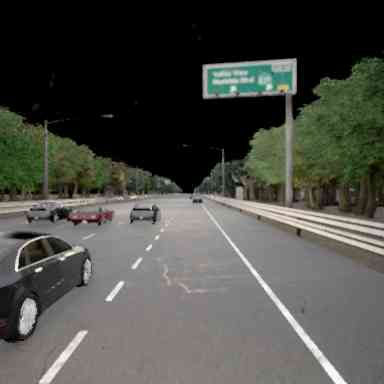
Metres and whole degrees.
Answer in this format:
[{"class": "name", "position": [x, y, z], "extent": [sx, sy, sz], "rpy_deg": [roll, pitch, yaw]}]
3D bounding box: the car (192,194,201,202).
[{"class": "car", "position": [1.154, 1.485, 81.965], "extent": [2.097, 1.767, 4.553], "rpy_deg": [0, 0, 0]}]

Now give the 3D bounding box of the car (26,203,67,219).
[{"class": "car", "position": [-10.376, 1.527, 24.618], "extent": [2.128, 1.511, 4.902], "rpy_deg": [0, 0, 0]}]

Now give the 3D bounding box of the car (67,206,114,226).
[{"class": "car", "position": [-6.876, 1.635, 23.522], "extent": [1.895, 1.301, 4.718], "rpy_deg": [0, 0, 0]}]

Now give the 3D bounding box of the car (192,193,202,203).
[{"class": "car", "position": [1.141, 1.343, 76.034], "extent": [2.150, 2.045, 5.566], "rpy_deg": [0, 0, 0]}]

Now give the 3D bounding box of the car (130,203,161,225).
[{"class": "car", "position": [-3.376, 1.527, 24.678], "extent": [2.128, 1.511, 4.902], "rpy_deg": [0, 0, 0]}]

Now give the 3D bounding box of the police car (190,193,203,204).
[{"class": "police car", "position": [1.125, 1.524, 66.124], "extent": [1.930, 1.638, 5.238], "rpy_deg": [0, 0, 0]}]

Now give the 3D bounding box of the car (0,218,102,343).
[{"class": "car", "position": [-3.396, 1.515, 6.444], "extent": [1.837, 1.490, 4.892], "rpy_deg": [0, 0, 0]}]
